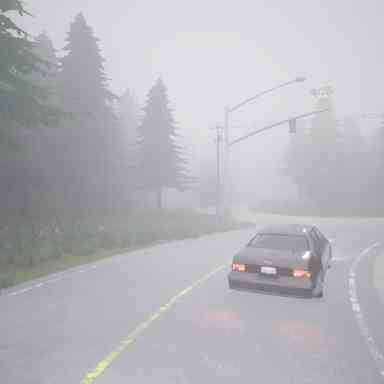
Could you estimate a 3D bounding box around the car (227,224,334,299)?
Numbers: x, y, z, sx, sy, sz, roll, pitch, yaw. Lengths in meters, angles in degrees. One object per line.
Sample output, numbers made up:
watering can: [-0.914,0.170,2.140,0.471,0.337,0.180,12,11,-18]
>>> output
car: [2.536,1.547,8.645,2.033,1.411,5.357,0,0,25]

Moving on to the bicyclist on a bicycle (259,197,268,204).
bicyclist on a bicycle: [8.680,1.480,40.159,1.656,1.620,0.582,0,0,-1]

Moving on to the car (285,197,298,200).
car: [19.698,1.591,65.541,4.181,1.385,1.994,0,0,-44]
